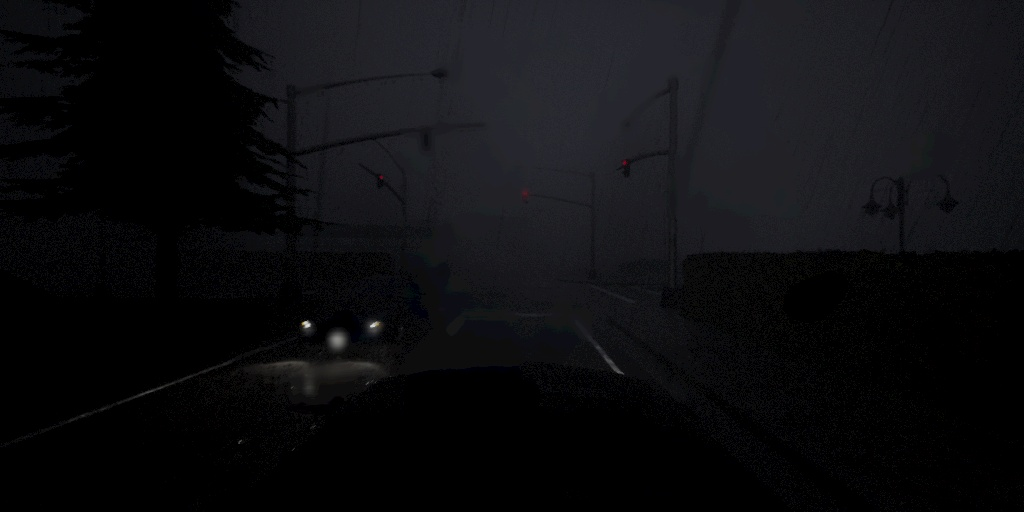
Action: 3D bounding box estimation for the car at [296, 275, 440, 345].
[{"bbox_3d":[-3.329,1.243,9.640,2.033,1.411,5.357,0,0,2],"label":"car"}]

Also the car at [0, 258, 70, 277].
[{"bbox_3d":[-38.856,0.884,28.903,2.128,1.511,4.902,0,0,-12],"label":"car"}]
